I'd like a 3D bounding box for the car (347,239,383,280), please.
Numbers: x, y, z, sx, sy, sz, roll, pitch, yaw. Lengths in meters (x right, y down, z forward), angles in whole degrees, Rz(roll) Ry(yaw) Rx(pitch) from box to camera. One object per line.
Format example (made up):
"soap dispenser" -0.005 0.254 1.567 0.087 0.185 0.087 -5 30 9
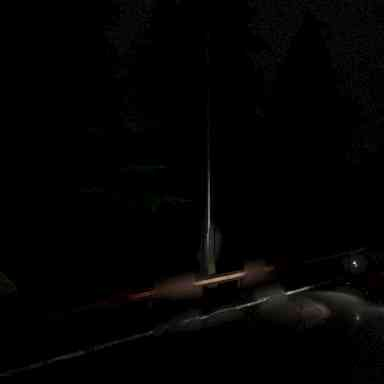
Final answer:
"car" 6.176 1.547 8.528 5.357 1.411 2.033 0 0 -36

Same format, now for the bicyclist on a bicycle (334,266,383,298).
"bicyclist on a bicycle" 3.421 1.702 6.226 1.656 0.582 1.620 -6 -20 34
